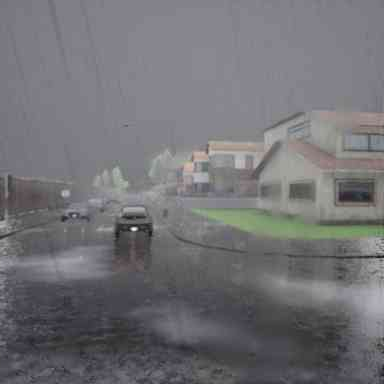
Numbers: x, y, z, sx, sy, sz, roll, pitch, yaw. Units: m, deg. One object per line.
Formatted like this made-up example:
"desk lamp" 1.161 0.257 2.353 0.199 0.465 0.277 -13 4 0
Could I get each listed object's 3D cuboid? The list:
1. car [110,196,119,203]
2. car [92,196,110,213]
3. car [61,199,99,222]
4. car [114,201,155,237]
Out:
"car" -13.576 1.346 57.161 2.033 1.411 5.357 0 0 -9
"car" -10.085 1.394 34.966 1.812 1.442 4.674 0 0 -9
"car" -8.509 1.463 25.168 1.994 1.385 4.181 0 0 -9
"car" -3.085 1.447 17.848 1.837 1.490 4.892 0 0 -9
